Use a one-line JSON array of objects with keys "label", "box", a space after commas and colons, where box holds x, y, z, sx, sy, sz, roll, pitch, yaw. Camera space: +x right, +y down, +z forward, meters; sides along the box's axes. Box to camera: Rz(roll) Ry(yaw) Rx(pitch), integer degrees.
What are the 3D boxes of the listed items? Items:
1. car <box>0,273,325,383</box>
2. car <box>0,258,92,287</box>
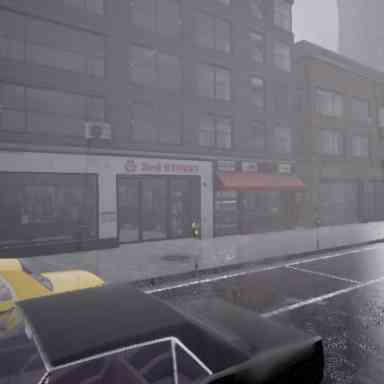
[{"label": "car", "box": [-1.123, 1.601, 2.586, 4.718, 1.301, 1.895, 0, 0, -35]}, {"label": "car", "box": [-3.458, 1.525, 4.195, 4.829, 1.417, 1.752, 0, -1, -35]}]
